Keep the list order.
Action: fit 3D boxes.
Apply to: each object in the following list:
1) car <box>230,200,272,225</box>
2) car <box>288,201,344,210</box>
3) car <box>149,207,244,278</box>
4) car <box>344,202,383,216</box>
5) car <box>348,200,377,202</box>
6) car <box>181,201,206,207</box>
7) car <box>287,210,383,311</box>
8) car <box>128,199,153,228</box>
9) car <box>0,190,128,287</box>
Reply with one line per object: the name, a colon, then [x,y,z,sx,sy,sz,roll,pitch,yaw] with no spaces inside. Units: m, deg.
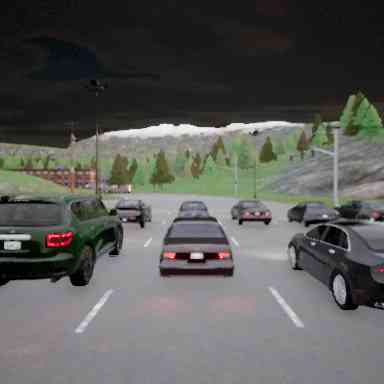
car: [3.557,1.194,20.734,2.033,1.411,5.357,0,1,-1]
car: [7.068,1.228,19.708,1.994,1.385,4.181,0,1,0]
car: [0.097,1.381,9.656,2.033,1.411,5.357,0,1,0]
car: [7.093,1.294,10.720,1.882,1.535,5.008,0,1,0]
car: [10.558,1.195,20.674,2.033,1.411,5.357,0,1,-1]
car: [0.078,1.211,19.724,2.033,1.411,5.357,0,1,0]
car: [3.596,1.375,7.428,1.837,1.490,4.892,0,0,0]
car: [-3.425,1.163,19.270,2.128,1.511,4.902,0,1,0]
car: [-3.405,1.066,8.981,2.150,2.045,5.566,0,1,0]
